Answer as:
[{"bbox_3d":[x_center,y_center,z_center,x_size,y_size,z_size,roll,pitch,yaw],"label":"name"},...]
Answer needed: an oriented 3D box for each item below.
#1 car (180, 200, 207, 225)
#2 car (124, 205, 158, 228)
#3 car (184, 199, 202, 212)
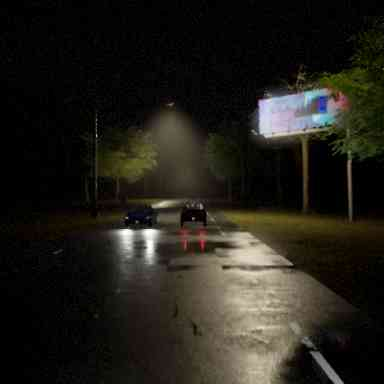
[{"bbox_3d":[0.104,1.606,24.936,2.128,1.511,4.902,0,0,0],"label":"car"},{"bbox_3d":[-3.497,1.639,23.436,1.812,1.442,4.674,0,0,0],"label":"car"},{"bbox_3d":[0.107,1.673,41.791,2.033,1.411,5.357,0,0,0],"label":"car"}]
